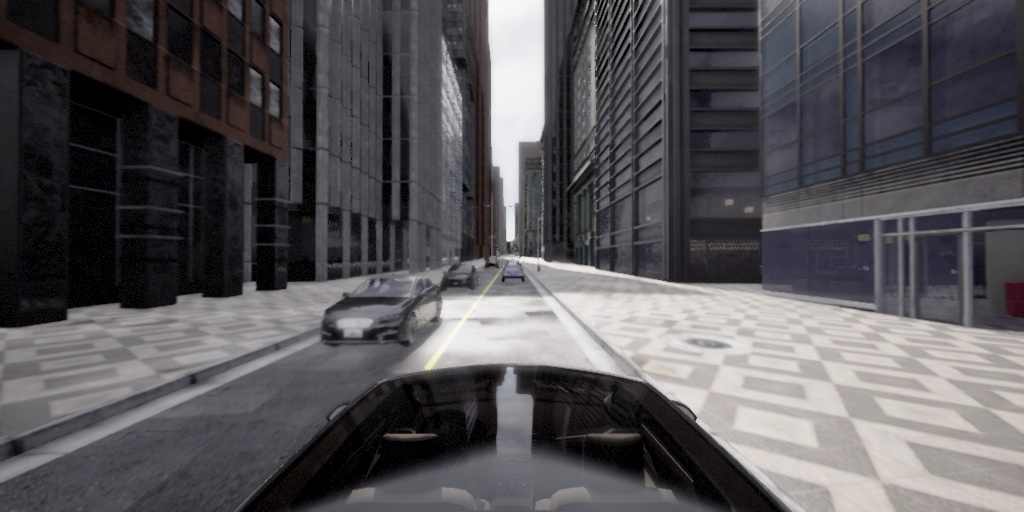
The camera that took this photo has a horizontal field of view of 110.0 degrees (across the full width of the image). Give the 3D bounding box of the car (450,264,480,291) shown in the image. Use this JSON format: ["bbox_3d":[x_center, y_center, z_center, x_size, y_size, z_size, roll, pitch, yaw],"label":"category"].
[{"bbox_3d":[-3.037,1.248,21.908,1.837,1.490,4.892,0,0,0],"label":"car"}]

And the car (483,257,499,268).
[{"bbox_3d":[-3.069,0.994,55.498,2.097,1.767,4.553,0,0,1],"label":"car"}]

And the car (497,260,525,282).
[{"bbox_3d":[0.101,1.275,29.080,2.033,1.411,5.357,0,0,0],"label":"car"}]

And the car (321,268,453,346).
[{"bbox_3d":[-3.094,1.244,9.441,2.128,1.511,4.902,0,0,0],"label":"car"}]
